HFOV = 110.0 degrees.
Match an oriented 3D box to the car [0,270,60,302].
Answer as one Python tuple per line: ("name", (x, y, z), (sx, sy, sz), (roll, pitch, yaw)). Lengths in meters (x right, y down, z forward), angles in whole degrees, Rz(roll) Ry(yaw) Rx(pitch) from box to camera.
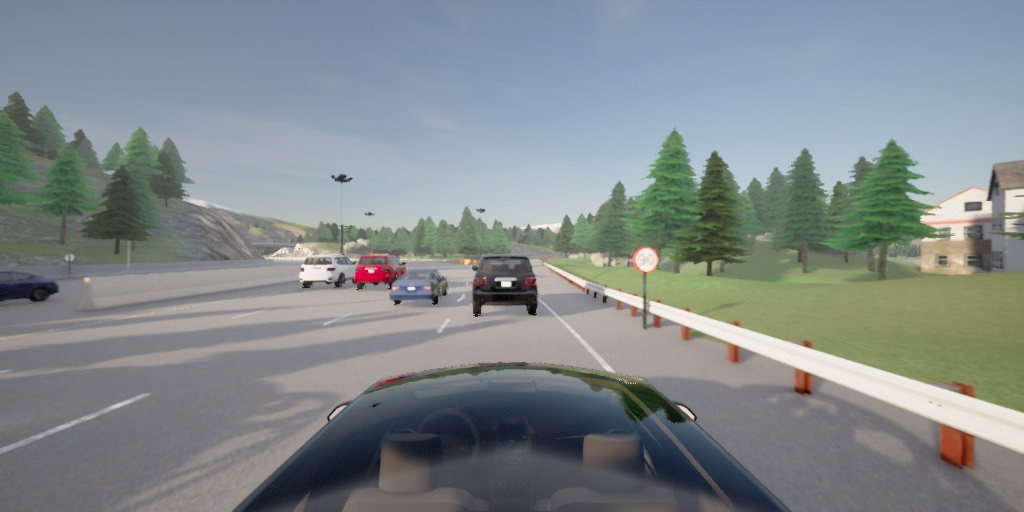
("car", (-21.461, 1.320, 14.408), (1.812, 1.442, 4.674), (0, 0, -4))

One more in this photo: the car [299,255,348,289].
("car", (-11.713, 0.954, 23.477), (2.150, 2.045, 5.566), (0, 0, -6))

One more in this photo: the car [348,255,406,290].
("car", (-8.096, 0.948, 22.591), (2.150, 2.045, 5.566), (0, 0, -6))

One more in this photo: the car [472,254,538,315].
("car", (-0.339, 0.948, 13.583), (2.150, 2.045, 5.566), (0, 0, -3))

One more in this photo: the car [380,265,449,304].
("car", (-3.998, 1.278, 16.094), (2.033, 1.411, 5.357), (0, 0, -4))
